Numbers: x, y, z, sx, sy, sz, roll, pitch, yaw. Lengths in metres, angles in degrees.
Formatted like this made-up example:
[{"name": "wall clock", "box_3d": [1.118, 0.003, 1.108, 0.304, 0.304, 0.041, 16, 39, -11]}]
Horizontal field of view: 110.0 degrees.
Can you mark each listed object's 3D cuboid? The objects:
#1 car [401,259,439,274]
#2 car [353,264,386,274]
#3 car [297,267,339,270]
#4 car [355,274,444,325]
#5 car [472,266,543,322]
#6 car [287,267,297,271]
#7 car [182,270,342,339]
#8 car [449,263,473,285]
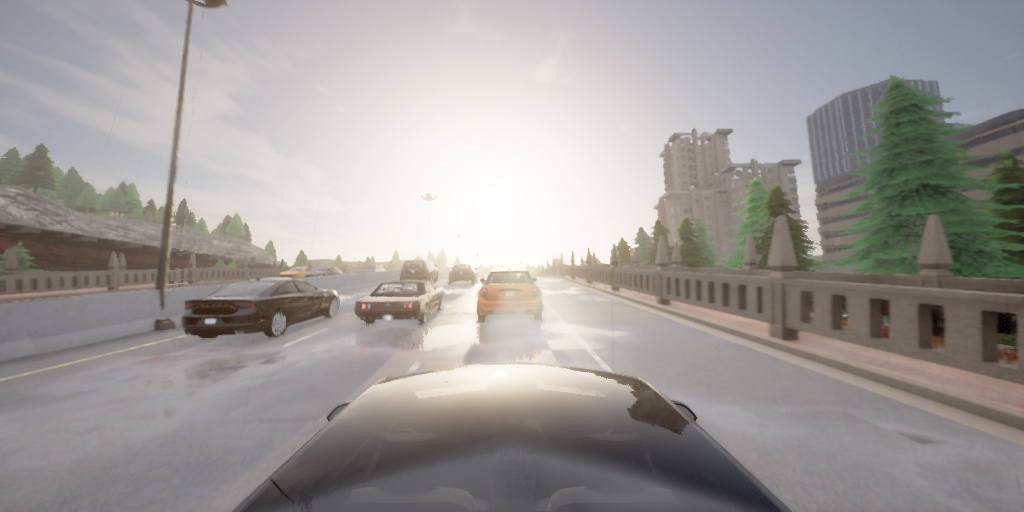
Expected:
[{"name": "car", "box_3d": [-7.498, 1.294, 29.499, 2.150, 2.045, 5.566, -1, 0, -1]}, {"name": "car", "box_3d": [-14.809, 1.659, 37.535, 2.097, 1.767, 4.553, -1, -2, -1]}, {"name": "car", "box_3d": [-18.271, 1.776, 34.851, 1.837, 1.490, 4.892, -1, -2, -1]}, {"name": "car", "box_3d": [-3.594, 1.483, 12.449, 1.895, 1.301, 4.718, -1, 0, -1]}, {"name": "car", "box_3d": [-0.110, 1.200, 13.045, 2.097, 1.767, 4.553, -1, -1, -1]}, {"name": "car", "box_3d": [-21.798, 1.848, 36.940, 1.882, 1.535, 5.008, -1, -2, -1]}, {"name": "car", "box_3d": [-7.057, 1.383, 10.792, 1.882, 1.535, 5.008, -1, 0, -1]}, {"name": "car", "box_3d": [-4.012, 1.391, 30.175, 2.097, 1.767, 4.553, -1, -1, -1]}]
